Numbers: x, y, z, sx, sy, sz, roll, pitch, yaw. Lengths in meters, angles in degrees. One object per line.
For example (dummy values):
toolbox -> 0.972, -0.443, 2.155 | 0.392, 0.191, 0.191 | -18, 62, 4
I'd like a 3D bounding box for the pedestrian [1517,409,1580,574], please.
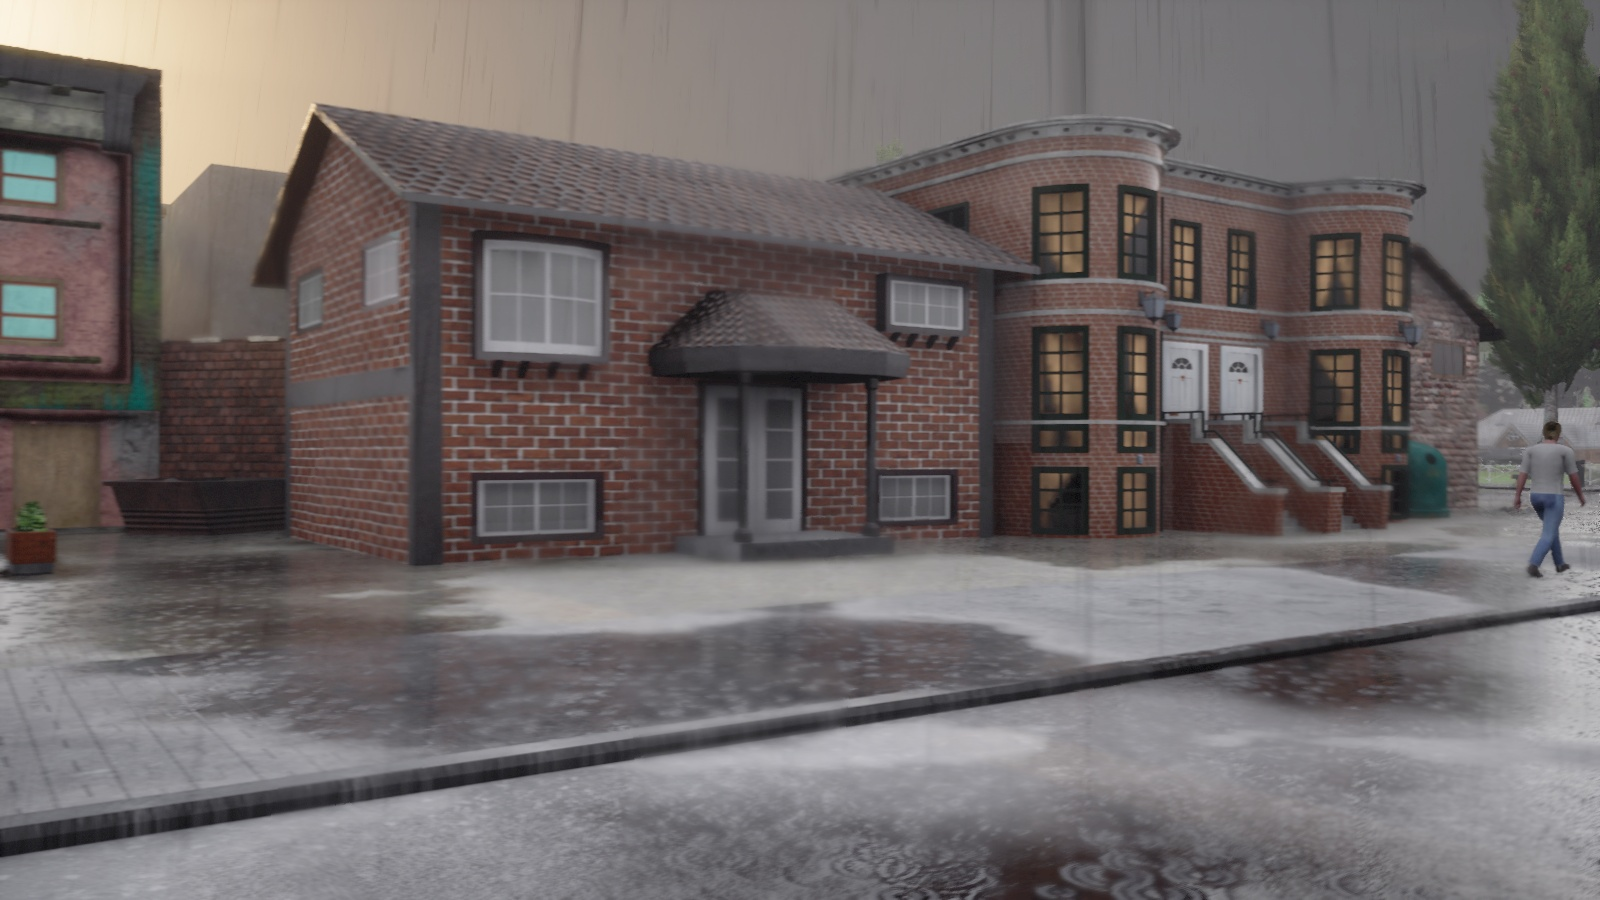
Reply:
pedestrian -> 8.546, 0.466, 14.338 | 0.706, 1.836, 0.354 | 0, 0, -34
